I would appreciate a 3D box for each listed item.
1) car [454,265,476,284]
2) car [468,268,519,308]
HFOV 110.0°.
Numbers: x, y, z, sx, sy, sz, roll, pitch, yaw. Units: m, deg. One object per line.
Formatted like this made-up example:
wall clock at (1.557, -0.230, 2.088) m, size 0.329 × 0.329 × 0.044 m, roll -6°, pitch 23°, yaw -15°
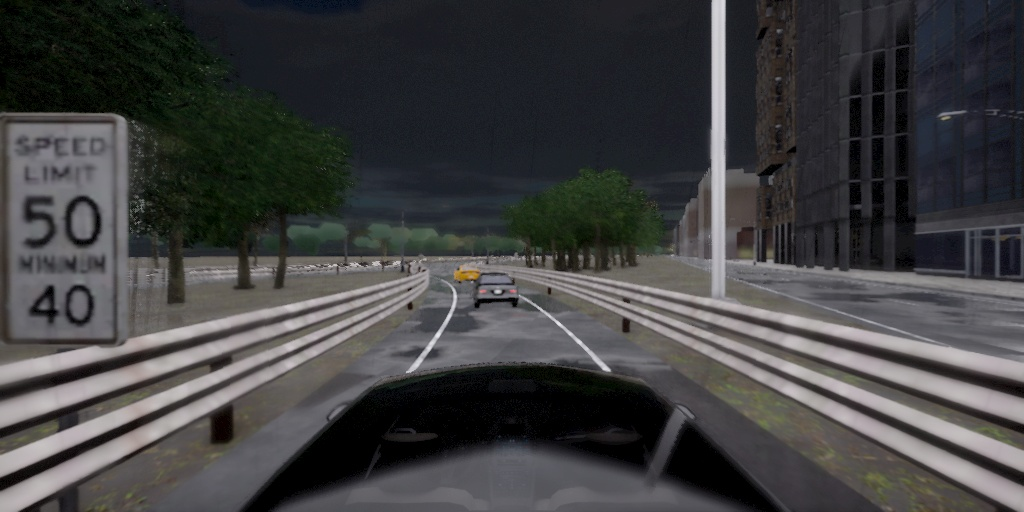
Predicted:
car at (-4.042, 1.577, 31.945) m, size 1.882 × 1.535 × 5.008 m, roll 0°, pitch 0°, yaw -16°
car at (-0.852, 1.456, 16.300) m, size 2.033 × 1.411 × 5.357 m, roll 0°, pitch -1°, yaw -7°
